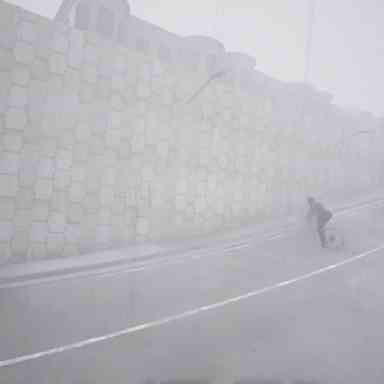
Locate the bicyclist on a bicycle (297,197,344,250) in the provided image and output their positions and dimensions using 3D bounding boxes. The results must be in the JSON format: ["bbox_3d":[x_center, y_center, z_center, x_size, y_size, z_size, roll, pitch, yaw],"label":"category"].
[{"bbox_3d":[3.899,0.968,10.338,0.582,1.620,1.656,-7,2,-34],"label":"bicyclist on a bicycle"}]
